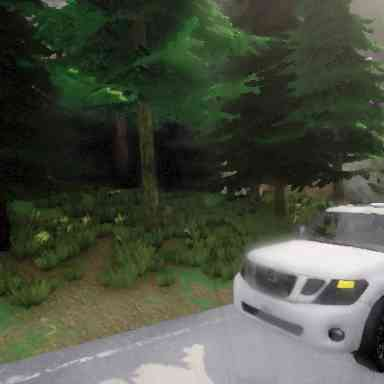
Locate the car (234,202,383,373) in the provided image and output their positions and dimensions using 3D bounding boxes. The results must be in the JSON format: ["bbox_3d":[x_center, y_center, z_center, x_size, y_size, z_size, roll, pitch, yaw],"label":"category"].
[{"bbox_3d":[3.386,1.219,5.921,5.566,2.045,2.150,0,0,-31],"label":"car"}]
